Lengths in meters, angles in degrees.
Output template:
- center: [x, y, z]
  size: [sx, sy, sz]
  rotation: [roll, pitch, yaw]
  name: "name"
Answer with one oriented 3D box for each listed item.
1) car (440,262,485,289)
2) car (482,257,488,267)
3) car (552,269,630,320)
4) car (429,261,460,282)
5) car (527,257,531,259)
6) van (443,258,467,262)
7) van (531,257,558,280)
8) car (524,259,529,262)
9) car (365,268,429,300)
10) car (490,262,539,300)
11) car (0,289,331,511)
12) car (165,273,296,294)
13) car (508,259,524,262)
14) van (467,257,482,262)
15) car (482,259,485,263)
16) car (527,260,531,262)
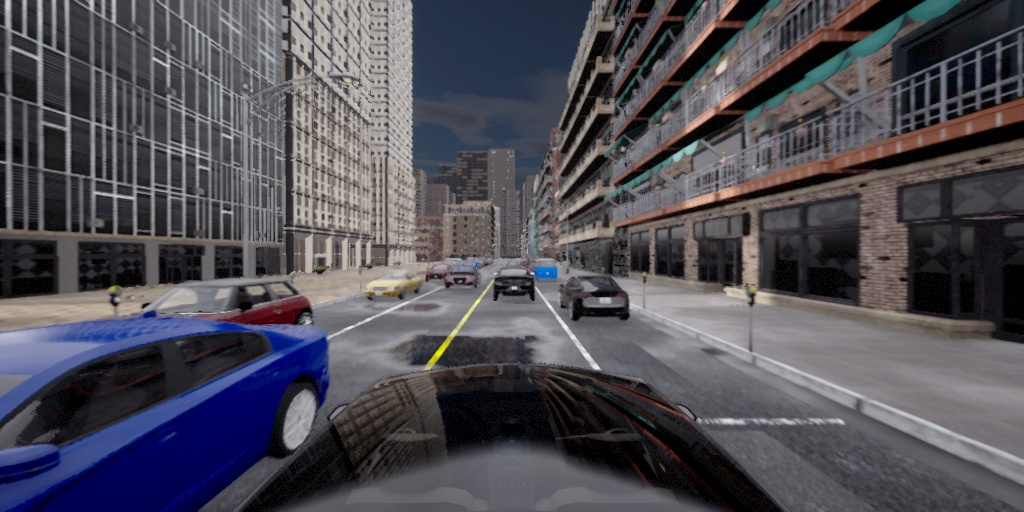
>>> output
- center: [-3.074, 1.318, 23.225]
  size: [1.994, 1.385, 4.181]
  rotation: [0, 0, 0]
  name: "car"
- center: [-5.697, 1.329, 62.125]
  size: [2.007, 1.370, 4.403]
  rotation: [0, 0, 0]
  name: "car"
- center: [2.687, 1.317, 12.377]
  size: [1.948, 1.339, 4.313]
  rotation: [0, 0, 0]
  name: "car"
- center: [-5.694, 1.301, 28.959]
  size: [1.888, 1.381, 4.507]
  rotation: [0, 0, 0]
  name: "car"
- center: [2.684, 1.079, 45.542]
  size: [2.192, 1.841, 5.009]
  rotation: [0, 0, 0]
  name: "car"
- center: [-5.695, 1.099, 34.487]
  size: [1.690, 1.789, 3.998]
  rotation: [0, 0, 0]
  name: "van"
- center: [2.687, 1.097, 28.959]
  size: [1.690, 1.789, 3.998]
  rotation: [0, 0, 0]
  name: "van"
- center: [2.686, 1.312, 40.014]
  size: [2.007, 1.370, 4.403]
  rotation: [0, 0, 0]
  name: "car"
- center: [-5.694, 1.278, 17.734]
  size: [1.751, 1.417, 4.829]
  rotation: [0, 0, 0]
  name: "car"
- center: [0.099, 1.230, 17.919]
  size: [1.882, 1.535, 5.008]
  rotation: [0, 0, 0]
  name: "car"
- center: [-3.086, 1.228, 2.220]
  size: [1.882, 1.535, 5.008]
  rotation: [0, 0, 0]
  name: "car"
- center: [-5.693, 1.190, 6.849]
  size: [1.967, 1.591, 4.097]
  rotation: [0, 0, 0]
  name: "car"
- center: [0.097, 1.311, 43.599]
  size: [2.033, 1.411, 5.357]
  rotation: [0, 0, 0]
  name: "car"
- center: [-5.696, 1.109, 51.069]
  size: [1.690, 1.789, 3.998]
  rotation: [0, 0, 0]
  name: "van"
- center: [-5.697, 1.356, 56.597]
  size: [1.802, 1.307, 4.207]
  rotation: [0, 0, 0]
  name: "car"
- center: [2.686, 1.303, 34.487]
  size: [1.888, 1.381, 4.507]
  rotation: [0, 0, 0]
  name: "car"
